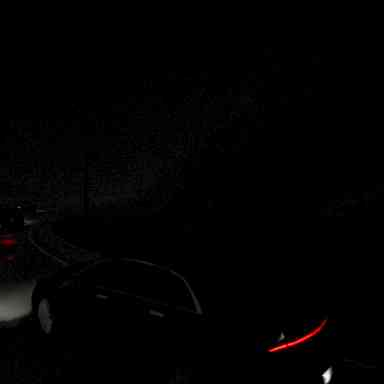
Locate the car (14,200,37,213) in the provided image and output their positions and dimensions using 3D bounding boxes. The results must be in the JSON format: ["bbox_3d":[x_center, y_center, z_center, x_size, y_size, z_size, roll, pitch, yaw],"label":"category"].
[{"bbox_3d":[-19.205,1.632,37.984,1.994,1.385,4.181,0,0,-11],"label":"car"}]

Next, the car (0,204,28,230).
[{"bbox_3d":[-11.769,1.634,20.962,1.895,1.301,4.718,0,0,-21],"label":"car"}]

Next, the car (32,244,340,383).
[{"bbox_3d":[-0.525,1.525,4.804,4.892,1.490,1.837,0,0,40],"label":"car"}]
